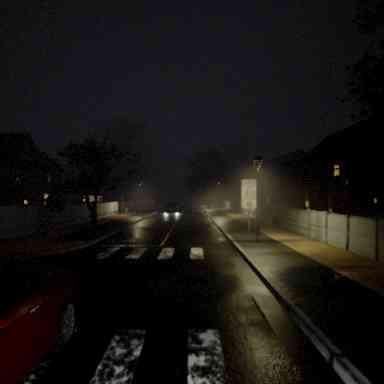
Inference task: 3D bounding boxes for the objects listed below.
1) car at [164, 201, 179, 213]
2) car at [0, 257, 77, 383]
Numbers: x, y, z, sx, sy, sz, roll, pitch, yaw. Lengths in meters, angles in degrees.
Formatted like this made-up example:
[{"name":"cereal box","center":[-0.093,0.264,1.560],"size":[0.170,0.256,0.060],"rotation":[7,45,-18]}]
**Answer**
[{"name":"car","center":[-2.775,2.082,46.143],"size":[1.837,1.490,4.892],"rotation":[0,0,0]},{"name":"car","center":[-2.753,1.574,3.718],"size":[1.812,1.442,4.674],"rotation":[0,-1,0]}]
